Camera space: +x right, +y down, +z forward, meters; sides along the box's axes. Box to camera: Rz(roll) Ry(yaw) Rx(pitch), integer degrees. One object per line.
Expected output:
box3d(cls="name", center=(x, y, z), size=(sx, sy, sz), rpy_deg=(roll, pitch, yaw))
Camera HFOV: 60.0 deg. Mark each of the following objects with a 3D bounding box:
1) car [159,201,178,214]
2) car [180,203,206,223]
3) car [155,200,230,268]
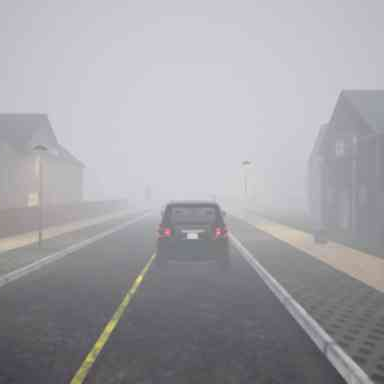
box3d(cls="car", center=(-2.766, 1.811, 40.242), size=(1.994, 1.385, 4.181), rpy_deg=(0, -1, 1))
box3d(cls="car", center=(0.069, 1.706, 27.652), size=(1.994, 1.385, 4.181), rpy_deg=(0, 0, 1))
box3d(cls="car", center=(0.046, 1.265, 11.524), size=(2.150, 2.045, 5.566), rpy_deg=(0, 0, 1))
